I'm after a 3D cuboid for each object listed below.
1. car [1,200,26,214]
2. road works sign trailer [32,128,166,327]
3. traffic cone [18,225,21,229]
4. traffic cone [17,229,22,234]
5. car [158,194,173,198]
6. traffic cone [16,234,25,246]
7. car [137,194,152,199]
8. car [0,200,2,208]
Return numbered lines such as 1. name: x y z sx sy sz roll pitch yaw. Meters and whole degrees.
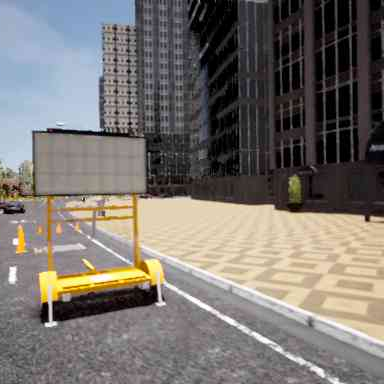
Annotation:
1. car: -21.021 1.810 39.614 1.994 1.385 4.181 -1 0 -23
2. road works sign trailer: -2.176 0.474 7.325 2.380 3.560 2.880 -1 0 -28
3. traffic cone: -8.490 2.050 16.423 0.340 0.580 0.340 -1 0 -28
4. traffic cone: -7.559 2.039 14.653 0.340 0.580 0.340 -1 0 -28
5. car: -7.397 1.167 92.183 4.313 1.339 1.947 -2 1 -13
6. traffic cone: -6.629 2.028 12.882 0.340 0.580 0.340 -1 0 -28
7. car: -12.919 1.188 90.811 4.097 1.590 1.967 -2 1 -13
8. car: -29.019 1.916 50.498 1.994 1.385 4.181 -1 0 -20
